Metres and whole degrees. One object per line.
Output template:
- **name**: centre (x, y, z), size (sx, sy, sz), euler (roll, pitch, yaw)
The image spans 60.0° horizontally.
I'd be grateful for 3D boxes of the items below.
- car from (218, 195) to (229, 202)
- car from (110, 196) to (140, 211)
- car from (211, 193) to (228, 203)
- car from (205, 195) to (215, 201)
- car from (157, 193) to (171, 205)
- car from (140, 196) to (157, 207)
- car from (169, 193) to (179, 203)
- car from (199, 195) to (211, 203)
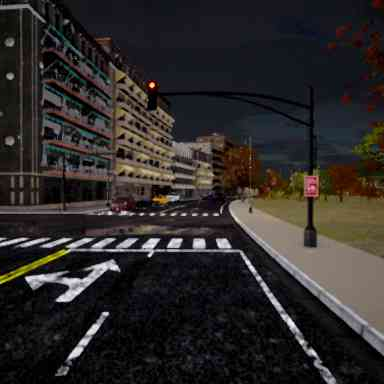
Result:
- **car**: centre (7.643, 1.467, 79.852), size (2.128, 1.511, 4.902), euler (0, 0, 12)
- **car**: centre (-8.025, 1.277, 38.983), size (2.097, 1.767, 4.553), euler (0, 0, 5)
- **car**: centre (5.757, 1.182, 69.388), size (2.150, 2.045, 5.566), euler (0, 0, 10)
- **car**: centre (4.369, 1.411, 80.048), size (1.882, 1.535, 5.008), euler (0, 0, 12)
- **car**: centre (-5.657, 1.415, 59.225), size (1.882, 1.535, 5.008), euler (0, 0, 8)
- **car**: centre (-7.001, 1.531, 49.012), size (1.895, 1.301, 4.718), euler (0, 0, 7)
- **car**: centre (-4.073, 1.174, 69.677), size (2.150, 2.045, 5.566), euler (0, 0, 9)
- **car**: centre (2.539, 1.480, 69.849), size (2.128, 1.511, 4.902), euler (0, 0, 10)
